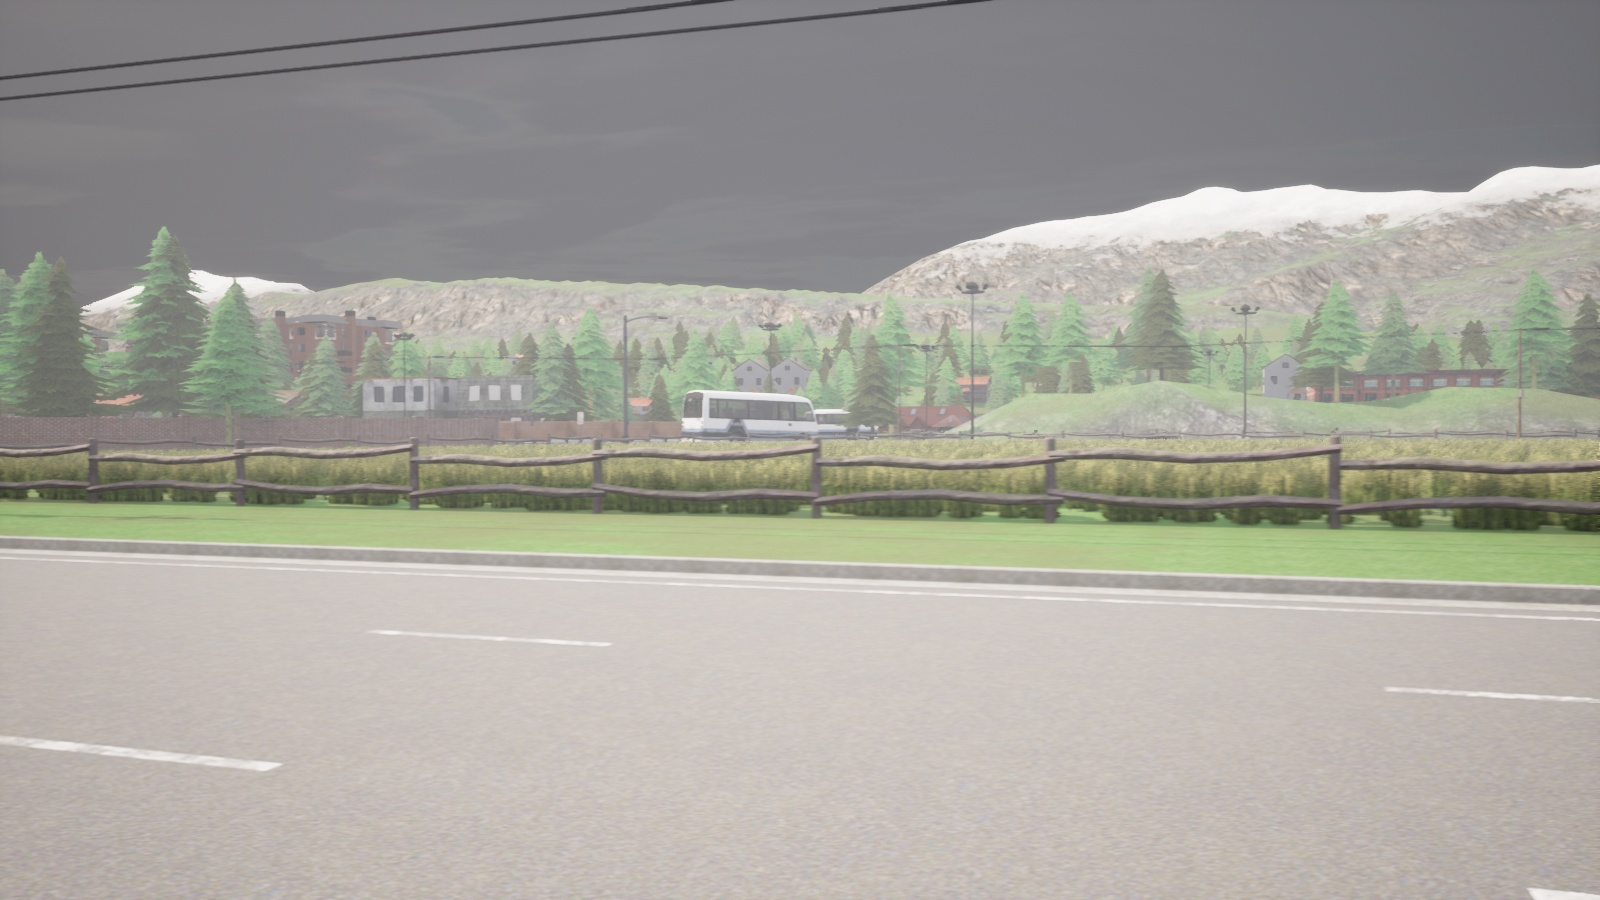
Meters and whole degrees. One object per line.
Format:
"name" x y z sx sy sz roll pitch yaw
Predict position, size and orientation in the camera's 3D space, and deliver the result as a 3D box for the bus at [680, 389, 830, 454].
"bus" -3.183 -2.024 91.230 10.273 4.253 3.944 2 0 -34
